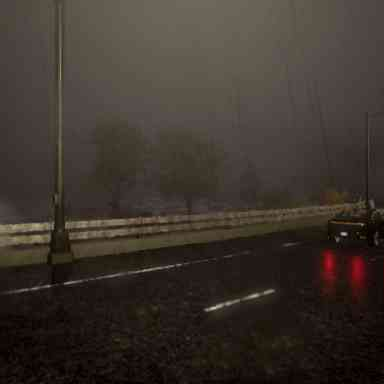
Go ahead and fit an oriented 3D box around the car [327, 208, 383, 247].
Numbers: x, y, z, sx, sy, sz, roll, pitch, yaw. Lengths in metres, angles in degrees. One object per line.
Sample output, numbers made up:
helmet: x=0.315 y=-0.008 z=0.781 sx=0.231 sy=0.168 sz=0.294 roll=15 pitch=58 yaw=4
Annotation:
car: x=7.922 y=1.493 z=15.180 sx=4.902 sy=1.511 sz=2.128 roll=0 pitch=0 yaw=-44
